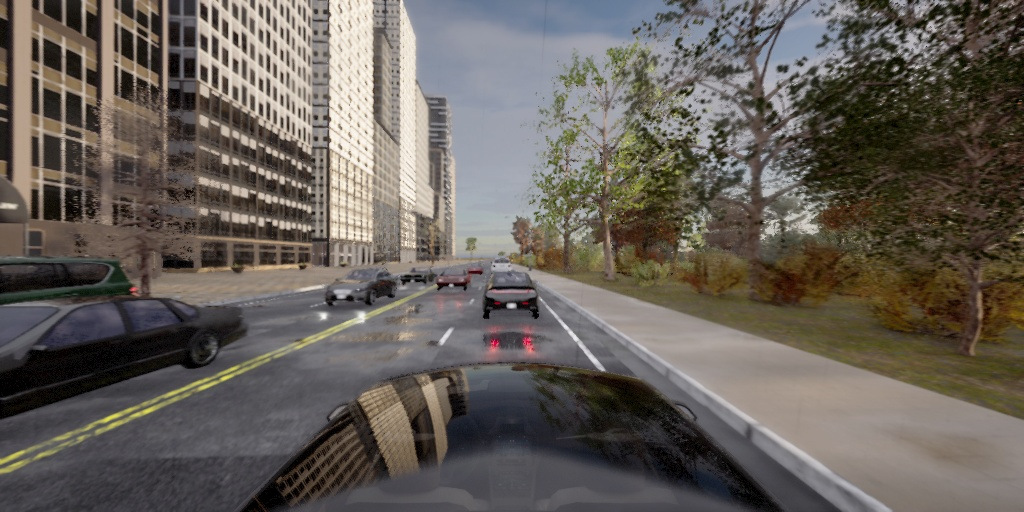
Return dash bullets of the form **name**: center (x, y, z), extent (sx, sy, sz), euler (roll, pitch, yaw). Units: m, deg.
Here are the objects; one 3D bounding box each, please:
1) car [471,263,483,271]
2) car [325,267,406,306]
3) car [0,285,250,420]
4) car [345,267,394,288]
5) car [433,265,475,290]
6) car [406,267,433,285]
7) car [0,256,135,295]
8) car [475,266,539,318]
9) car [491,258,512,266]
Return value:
- **car**: center (-4.703, 1.600, 46.156), extent (1.994, 1.385, 4.181), euler (0, 0, -3)
- **car**: center (-6.728, 1.345, 16.499), extent (2.128, 1.511, 4.902), euler (0, 0, -1)
- **car**: center (-6.528, 1.329, 5.260), extent (2.033, 1.411, 5.357), euler (0, 0, 0)
- **car**: center (-10.452, 1.524, 26.725), extent (1.895, 1.301, 4.718), euler (0, 0, -2)
- **car**: center (-3.706, 1.495, 23.692), extent (1.895, 1.301, 4.718), euler (0, 0, -2)
- **car**: center (-7.247, 1.527, 28.060), extent (1.895, 1.301, 4.718), euler (0, 0, -2)
- **car**: center (-9.778, 1.012, 6.058), extent (2.150, 2.045, 5.566), euler (0, 0, 0)
- **car**: center (-0.068, 1.316, 13.378), extent (2.128, 1.511, 4.902), euler (0, 0, -1)
- **car**: center (-1.166, 1.216, 40.175), extent (2.150, 2.045, 5.566), euler (0, 0, -3)
